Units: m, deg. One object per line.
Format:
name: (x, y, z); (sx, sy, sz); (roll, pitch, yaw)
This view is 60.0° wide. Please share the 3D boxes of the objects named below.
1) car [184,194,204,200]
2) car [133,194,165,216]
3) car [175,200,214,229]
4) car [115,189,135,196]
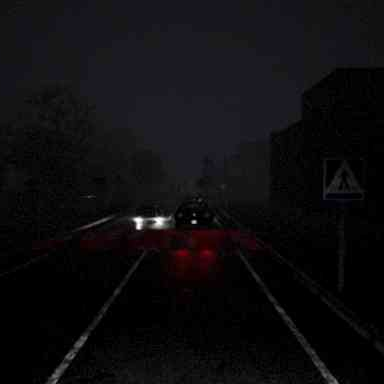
car: (0.205, 0.934, 34.479); (2.128, 1.511, 4.902); (0, 1, 2)
car: (-3.310, 1.047, 27.392); (1.882, 1.535, 5.008); (0, 1, 0)
car: (0.099, 1.242, 17.983); (1.895, 1.301, 4.718); (0, -3, 0)
car: (-14.211, 0.087, 70.894); (2.128, 1.511, 4.902); (2, 2, 31)
